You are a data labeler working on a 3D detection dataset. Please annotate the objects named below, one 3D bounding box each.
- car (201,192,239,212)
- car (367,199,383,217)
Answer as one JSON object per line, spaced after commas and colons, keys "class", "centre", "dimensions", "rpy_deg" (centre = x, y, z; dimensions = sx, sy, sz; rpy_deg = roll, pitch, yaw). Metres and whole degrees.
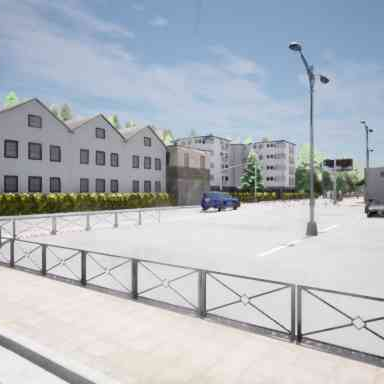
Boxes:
{"class": "car", "centre": [3.086, 1.029, 35.971], "dimensions": [2.150, 2.045, 5.566], "rpy_deg": [0, 0, 35]}
{"class": "car", "centre": [15.399, 1.298, 26.827], "dimensions": [2.007, 1.523, 4.514], "rpy_deg": [0, 0, 35]}
